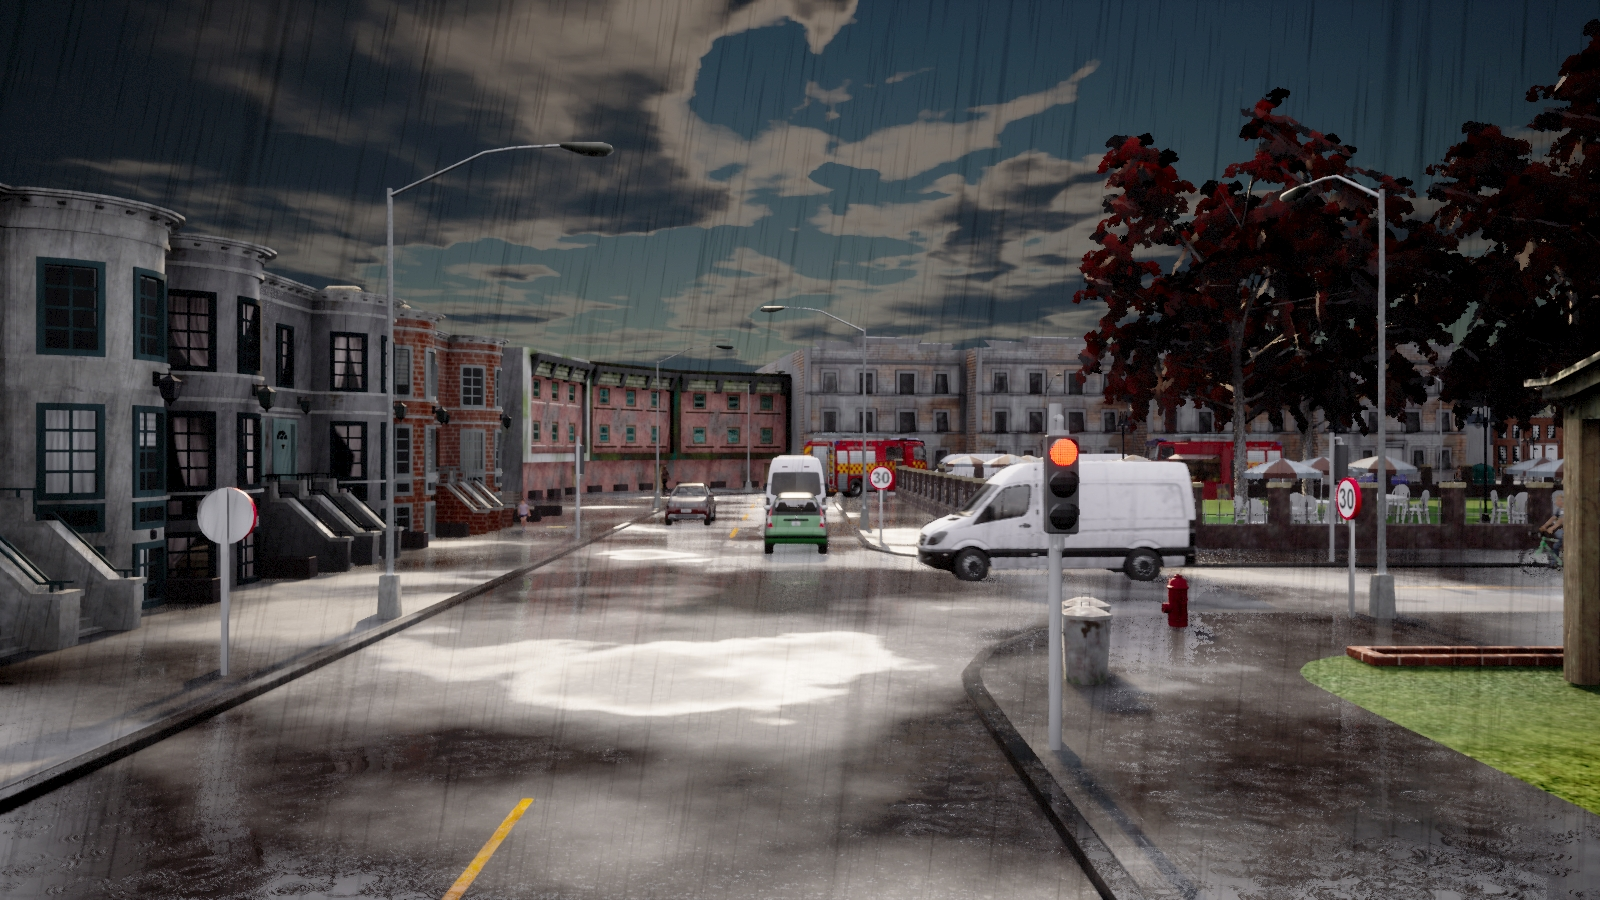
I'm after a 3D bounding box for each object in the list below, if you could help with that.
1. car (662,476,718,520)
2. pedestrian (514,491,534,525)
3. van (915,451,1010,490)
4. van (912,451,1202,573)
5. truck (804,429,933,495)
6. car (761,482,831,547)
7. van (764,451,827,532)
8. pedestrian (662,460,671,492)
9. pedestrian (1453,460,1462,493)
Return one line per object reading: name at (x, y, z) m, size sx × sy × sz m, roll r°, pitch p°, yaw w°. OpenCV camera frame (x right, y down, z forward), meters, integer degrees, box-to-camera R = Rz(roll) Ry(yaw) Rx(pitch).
car at (-4.154, 1.806, 43.645) m, size 1.789 × 1.549 × 3.705 m, roll 0°, pitch 0°, yaw 0°
pedestrian at (-9.095, 1.904, 37.652) m, size 0.500 × 1.100 × 0.500 m, roll 0°, pitch 0°, yaw 2°
van at (10.550, 1.314, 74.428) m, size 5.915 × 2.561 × 1.988 m, roll 0°, pitch 0°, yaw 0°
van at (5.533, 1.315, 25.152) m, size 5.915 × 2.561 × 1.988 m, roll 0°, pitch 0°, yaw -1°
truck at (4.295, 0.672, 70.228) m, size 8.468 × 3.827 × 2.891 m, roll 0°, pitch 0°, yaw -43°
car at (-0.119, 1.779, 32.373) m, size 1.851 × 1.617 × 3.988 m, roll 0°, pitch 0°, yaw 0°
van at (-0.147, 1.315, 39.074) m, size 1.988 × 2.561 × 5.915 m, roll 0°, pitch 0°, yaw 0°
pedestrian at (-7.935, 1.525, 67.719) m, size 0.375 × 1.860 × 0.375 m, roll 0°, pitch 0°, yaw 27°
pedestrian at (37.998, 1.524, 65.991) m, size 0.375 × 1.860 × 0.375 m, roll 0°, pitch 0°, yaw 15°
